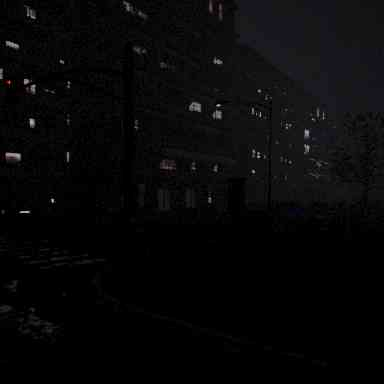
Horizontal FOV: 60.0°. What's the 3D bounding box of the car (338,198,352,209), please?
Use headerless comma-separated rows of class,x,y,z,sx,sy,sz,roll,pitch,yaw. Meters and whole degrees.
car,24.020,2.064,54.263,2.033,1.411,5.357,1,0,37

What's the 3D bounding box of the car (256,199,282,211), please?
car,10.725,1.743,45.977,1.967,1.590,4.097,1,0,36

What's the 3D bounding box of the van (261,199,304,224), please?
van,7.613,1.647,27.637,1.690,1.788,3.998,1,0,36

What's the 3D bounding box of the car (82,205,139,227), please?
car,-5.696,1.626,23.710,2.008,1.369,4.403,1,0,36

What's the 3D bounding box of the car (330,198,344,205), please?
car,33.712,2.176,77.150,1.947,1.339,4.313,1,0,36

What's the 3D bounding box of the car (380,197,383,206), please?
car,37.168,2.251,67.716,1.887,1.381,4.507,1,0,36

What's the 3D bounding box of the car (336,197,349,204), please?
car,36.998,2.093,81.604,1.967,1.590,4.097,1,0,36

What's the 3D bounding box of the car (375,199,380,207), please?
car,33.884,2.103,63.264,1.967,1.590,4.097,1,0,36

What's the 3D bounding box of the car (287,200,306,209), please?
car,17.292,1.974,54.884,1.802,1.307,4.206,1,0,36

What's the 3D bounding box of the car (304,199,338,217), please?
car,14.181,1.837,36.544,1.967,1.590,4.097,1,0,36

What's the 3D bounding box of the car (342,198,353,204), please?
car,40.180,2.220,85.920,1.752,1.417,4.829,1,0,36

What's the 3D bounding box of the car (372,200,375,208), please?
car,30.599,2.202,58.810,1.802,1.307,4.206,1,0,36

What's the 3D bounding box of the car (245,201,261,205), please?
car,7.440,1.840,41.523,1.802,1.307,4.206,1,0,36

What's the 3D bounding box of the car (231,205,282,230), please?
car,4.327,1.827,23.183,1.947,1.339,4.313,1,0,36

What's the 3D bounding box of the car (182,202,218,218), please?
car,0.872,1.712,32.616,1.887,1.381,4.507,1,0,36

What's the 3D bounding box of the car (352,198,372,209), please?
car,27.318,1.891,54.357,2.192,1.841,5.009,1,0,36

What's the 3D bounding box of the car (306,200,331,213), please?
car,17.176,1.901,44.957,1.882,1.535,5.008,1,0,37

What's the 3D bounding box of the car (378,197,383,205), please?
car,47.023,2.150,81.078,2.192,1.841,5.009,1,0,36
